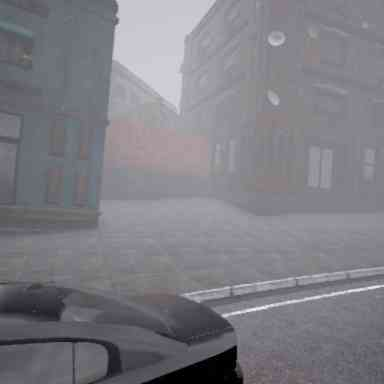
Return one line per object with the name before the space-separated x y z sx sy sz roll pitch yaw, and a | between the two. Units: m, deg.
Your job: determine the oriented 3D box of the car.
car | -1.921 1.468 2.122 5.008 1.535 1.882 1 -1 -34
